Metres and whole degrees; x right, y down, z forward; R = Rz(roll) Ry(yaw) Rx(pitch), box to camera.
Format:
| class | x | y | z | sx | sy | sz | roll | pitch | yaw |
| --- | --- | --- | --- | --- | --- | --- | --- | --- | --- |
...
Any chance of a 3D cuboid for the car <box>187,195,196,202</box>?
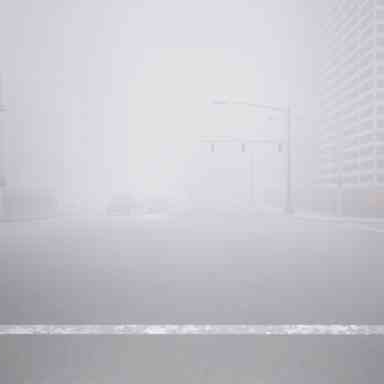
| class | x | y | z | sx | sy | sz | roll | pitch | yaw |
| --- | --- | --- | --- | --- | --- | --- | --- | --- | --- |
| car | -0.150 | 1.381 | 74.397 | 1.994 | 1.385 | 4.181 | 0 | 0 | 0 |

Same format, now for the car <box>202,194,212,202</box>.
| class | x | y | z | sx | sy | sz | roll | pitch | yaw |
| --- | --- | --- | --- | --- | --- | --- | --- | --- | --- |
| car | 3.353 | 1.355 | 74.548 | 2.097 | 1.767 | 4.553 | 0 | 0 | 0 |

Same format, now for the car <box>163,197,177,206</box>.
| class | x | y | z | sx | sy | sz | roll | pitch | yaw |
| --- | --- | --- | --- | --- | --- | --- | --- | --- | --- |
| car | -3.701 | 1.564 | 56.459 | 1.994 | 1.385 | 4.181 | 0 | 0 | 0 |

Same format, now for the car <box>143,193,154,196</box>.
| class | x | y | z | sx | sy | sz | roll | pitch | yaw |
| --- | --- | --- | --- | --- | --- | --- | --- | --- | --- |
| car | -7.200 | 1.221 | 55.283 | 2.150 | 2.045 | 5.566 | 0 | 0 | 0 |

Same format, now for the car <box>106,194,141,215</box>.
| class | x | y | z | sx | sy | sz | roll | pitch | yaw |
| --- | --- | --- | --- | --- | --- | --- | --- | --- | --- |
| car | -7.152 | 1.221 | 34.507 | 2.150 | 2.045 | 5.566 | 0 | 0 | 2 |

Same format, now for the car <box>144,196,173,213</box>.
| class | x | y | z | sx | sy | sz | roll | pitch | yaw |
| --- | --- | --- | --- | --- | --- | --- | --- | --- | --- |
| car | -3.676 | 1.491 | 37.430 | 2.128 | 1.511 | 4.902 | 0 | 0 | 0 |

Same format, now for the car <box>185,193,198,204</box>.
| class | x | y | z | sx | sy | sz | roll | pitch | yaw |
| --- | --- | --- | --- | --- | --- | --- | --- | --- | --- |
| car | -0.128 | 1.221 | 63.726 | 2.150 | 2.045 | 5.566 | 0 | 0 | 0 |

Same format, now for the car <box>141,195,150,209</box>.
| class | x | y | z | sx | sy | sz | roll | pitch | yaw |
| --- | --- | --- | --- | --- | --- | --- | --- | --- | --- |
| car | -7.191 | 1.547 | 44.759 | 2.033 | 1.411 | 5.357 | 0 | 0 | 0 |

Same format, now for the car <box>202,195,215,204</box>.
| class | x | y | z | sx | sy | sz | roll | pitch | yaw |
| --- | --- | --- | --- | --- | --- | --- | --- | --- | --- |
| car | 3.466 | 1.525 | 64.646 | 1.812 | 1.442 | 4.674 | 0 | 0 | 0 |

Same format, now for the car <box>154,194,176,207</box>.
| class | x | y | z | sx | sy | sz | roll | pitch | yaw |
| --- | --- | --- | --- | --- | --- | --- | --- | --- | --- |
| car | -3.690 | 1.352 | 46.646 | 2.097 | 1.767 | 4.553 | 0 | 0 | 0 |
